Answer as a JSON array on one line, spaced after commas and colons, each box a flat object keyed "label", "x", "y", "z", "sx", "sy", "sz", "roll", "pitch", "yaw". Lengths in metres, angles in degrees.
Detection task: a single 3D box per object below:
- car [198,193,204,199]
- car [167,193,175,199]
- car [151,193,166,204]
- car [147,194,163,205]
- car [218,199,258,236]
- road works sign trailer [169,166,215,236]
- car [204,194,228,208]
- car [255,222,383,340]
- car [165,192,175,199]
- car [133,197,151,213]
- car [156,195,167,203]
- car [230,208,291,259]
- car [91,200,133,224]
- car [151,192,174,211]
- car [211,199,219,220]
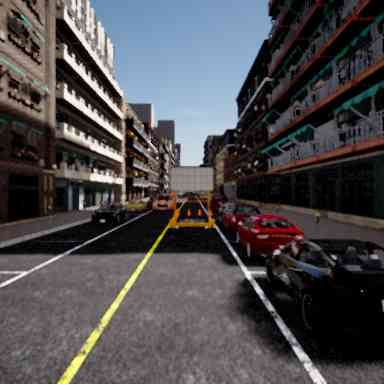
[{"label": "car", "x": 2.690, "y": 1.098, "z": 85.569, "sx": 1.752, "sy": 1.417, "sz": 4.829, "roll": 0, "pitch": 0, "yaw": 0}, {"label": "car", "x": -5.691, "y": 0.985, "z": 91.038, "sx": 1.967, "sy": 1.590, "sz": 4.097, "roll": 0, "pitch": 0, "yaw": 0}, {"label": "car", "x": -5.690, "y": 1.035, "z": 57.221, "sx": 2.192, "sy": 1.841, "sz": 5.009, "roll": 0, "pitch": 0, "yaw": 0}, {"label": "car", "x": -5.691, "y": 1.189, "z": 51.585, "sx": 1.967, "sy": 1.590, "sz": 4.097, "roll": 0, "pitch": 0, "yaw": 0}, {"label": "car", "x": 2.691, "y": 1.356, "z": 17.763, "sx": 1.967, "sy": 1.590, "sz": 4.097, "roll": 0, "pitch": 0, "yaw": 0}, {"label": "road works sign trailer", "x": -0.001, "y": 0.380, "z": 17.891, "sx": 2.380, "sy": 3.560, "sz": 2.880, "roll": 0, "pitch": 0, "yaw": 0}, {"label": "car", "x": 2.692, "y": 1.149, "z": 34.671, "sx": 2.192, "sy": 1.841, "sz": 5.009, "roll": 0, "pitch": 0, "yaw": 0}, {"label": "car", "x": 2.690, "y": 1.535, "z": 6.491, "sx": 1.947, "sy": 1.339, "sz": 4.313, "roll": 0, "pitch": 0, "yaw": 0}, {"label": "car", "x": -5.690, "y": 0.889, "z": 85.402, "sx": 2.192, "sy": 1.841, "sz": 5.009, "roll": 0, "pitch": 0, "yaw": 0}, {"label": "car", "x": -5.690, "y": 1.360, "z": 34.505, "sx": 1.752, "sy": 1.417, "sz": 4.829, "roll": 0, "pitch": 0, "yaw": 0}, {"label": "car", "x": -5.691, "y": 1.273, "z": 62.859, "sx": 1.802, "sy": 1.307, "sz": 4.206, "roll": 0, "pitch": 0, "yaw": 0}, {"label": "car", "x": 2.691, "y": 1.488, "z": 12.127, "sx": 1.887, "sy": 1.381, "sz": 4.507, "roll": 0, "pitch": 0, "yaw": 0}, {"label": "car", "x": -5.690, "y": 1.455, "z": 23.402, "sx": 1.947, "sy": 1.339, "sz": 4.313, "roll": 0, "pitch": 0, "yaw": 0}, {"label": "car", "x": -3.096, "y": 1.174, "z": 37.019, "sx": 2.097, "sy": 1.767, "sz": 4.553, "roll": 0, "pitch": 0, "yaw": 0}, {"label": "car", "x": 2.691, "y": 1.440, "z": 23.399, "sx": 2.008, "sy": 1.369, "sz": 4.403, "roll": 0, "pitch": 0, "yaw": 0}]
